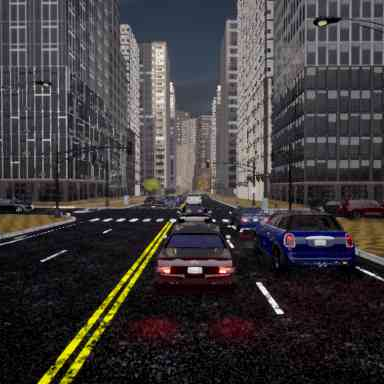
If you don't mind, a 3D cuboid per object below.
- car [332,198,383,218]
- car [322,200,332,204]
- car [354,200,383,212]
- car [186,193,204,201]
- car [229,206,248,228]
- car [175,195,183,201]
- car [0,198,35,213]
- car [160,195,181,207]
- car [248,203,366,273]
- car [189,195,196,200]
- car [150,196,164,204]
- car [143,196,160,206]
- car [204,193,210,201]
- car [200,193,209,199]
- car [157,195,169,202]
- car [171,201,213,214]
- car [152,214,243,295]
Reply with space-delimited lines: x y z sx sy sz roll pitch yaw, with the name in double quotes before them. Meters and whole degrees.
"car" 16.262 1.518 30.907 5.009 1.841 2.192 1 0 1
"car" 15.432 1.608 36.753 4.892 1.490 1.837 1 1 1
"car" 21.888 1.642 39.183 4.829 1.417 1.752 1 0 1
"car" 0.281 1.183 53.506 2.150 2.045 5.566 0 0 -1
"car" 3.391 1.537 20.235 2.033 1.411 5.357 0 0 0
"car" -3.092 1.429 79.535 1.837 1.490 4.892 0 0 0
"car" -18.761 1.340 34.140 4.902 1.511 2.128 1 1 1
"car" -3.221 1.317 50.561 2.097 1.767 4.553 0 0 -1
"car" 3.370 1.347 10.851 2.097 1.767 4.553 0 0 0
"car" 0.186 1.502 93.052 1.895 1.301 4.718 0 0 0
"car" -6.436 1.499 62.281 2.033 1.411 5.357 0 0 0
"car" -6.489 1.468 52.401 1.837 1.490 4.892 0 0 0
"car" 3.414 1.395 81.721 1.882 1.535 5.008 0 0 0
"car" 3.435 1.096 92.110 2.097 1.767 4.553 0 0 0
"car" -6.355 1.478 72.951 2.033 1.411 5.357 0 0 0
"car" 0.137 1.482 18.626 2.128 1.511 4.902 0 0 0
"car" 0.110 1.544 8.881 2.033 1.411 5.357 0 0 1
